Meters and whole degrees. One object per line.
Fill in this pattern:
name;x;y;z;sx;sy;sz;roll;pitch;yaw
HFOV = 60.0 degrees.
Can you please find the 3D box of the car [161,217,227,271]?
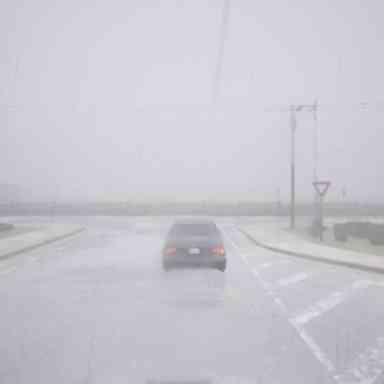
car;0.073;1.542;10.888;2.033;1.411;5.357;0;0;0
